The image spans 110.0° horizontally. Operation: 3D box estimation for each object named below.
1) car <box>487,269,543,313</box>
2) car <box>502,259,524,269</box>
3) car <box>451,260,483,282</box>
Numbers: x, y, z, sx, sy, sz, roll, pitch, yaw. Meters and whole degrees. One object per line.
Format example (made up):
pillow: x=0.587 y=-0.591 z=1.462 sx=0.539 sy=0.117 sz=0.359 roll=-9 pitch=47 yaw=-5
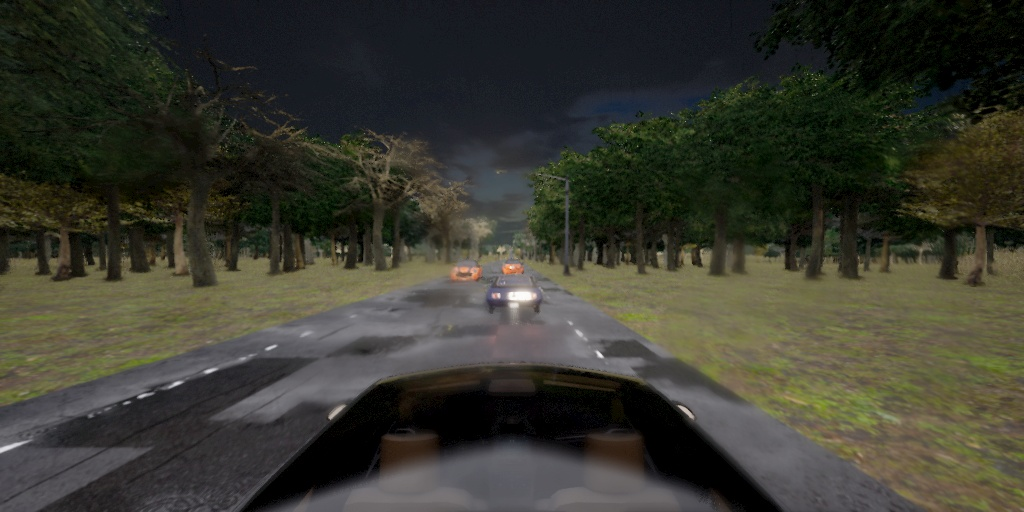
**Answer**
car: x=0.091 y=1.354 z=14.049 sx=1.895 sy=1.301 sz=4.718 roll=0 pitch=0 yaw=0
car: x=0.095 y=1.104 z=36.480 sx=2.097 sy=1.767 sz=4.553 roll=0 pitch=0 yaw=0
car: x=-3.502 y=1.105 z=28.428 sx=2.097 sy=1.767 sz=4.553 roll=0 pitch=0 yaw=0
